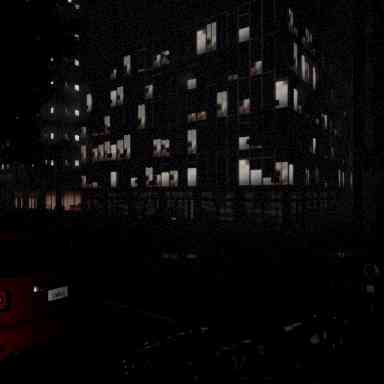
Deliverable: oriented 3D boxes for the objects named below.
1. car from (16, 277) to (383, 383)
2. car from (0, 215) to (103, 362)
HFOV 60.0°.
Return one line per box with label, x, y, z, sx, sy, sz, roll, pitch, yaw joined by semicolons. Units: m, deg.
car;0.925;1.566;2.218;4.313;1.339;1.947;0;0;36
car;-3.569;1.315;5.428;5.009;1.841;2.192;0;0;36
